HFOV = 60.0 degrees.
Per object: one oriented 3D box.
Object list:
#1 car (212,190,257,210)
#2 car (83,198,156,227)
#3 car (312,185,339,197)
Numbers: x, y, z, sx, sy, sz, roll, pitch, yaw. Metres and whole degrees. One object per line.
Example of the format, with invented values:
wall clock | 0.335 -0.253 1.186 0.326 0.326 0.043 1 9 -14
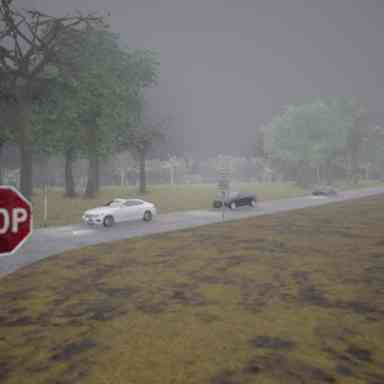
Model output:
car | 3.758 0.632 28.770 1.882 1.535 5.008 0 3 42
car | -4.190 1.132 19.796 1.812 1.442 4.674 0 2 40
car | 17.922 -0.170 44.523 2.033 1.411 5.357 0 3 42
